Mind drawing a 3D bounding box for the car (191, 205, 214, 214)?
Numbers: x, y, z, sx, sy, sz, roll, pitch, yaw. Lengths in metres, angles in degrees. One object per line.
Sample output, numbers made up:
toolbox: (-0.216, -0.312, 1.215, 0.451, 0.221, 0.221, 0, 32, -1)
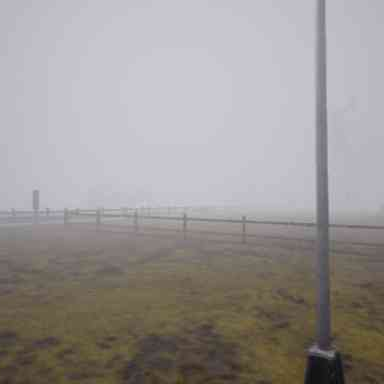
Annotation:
car: (2.002, 3.026, 58.340, 2.033, 1.411, 5.357, -2, -3, 35)
